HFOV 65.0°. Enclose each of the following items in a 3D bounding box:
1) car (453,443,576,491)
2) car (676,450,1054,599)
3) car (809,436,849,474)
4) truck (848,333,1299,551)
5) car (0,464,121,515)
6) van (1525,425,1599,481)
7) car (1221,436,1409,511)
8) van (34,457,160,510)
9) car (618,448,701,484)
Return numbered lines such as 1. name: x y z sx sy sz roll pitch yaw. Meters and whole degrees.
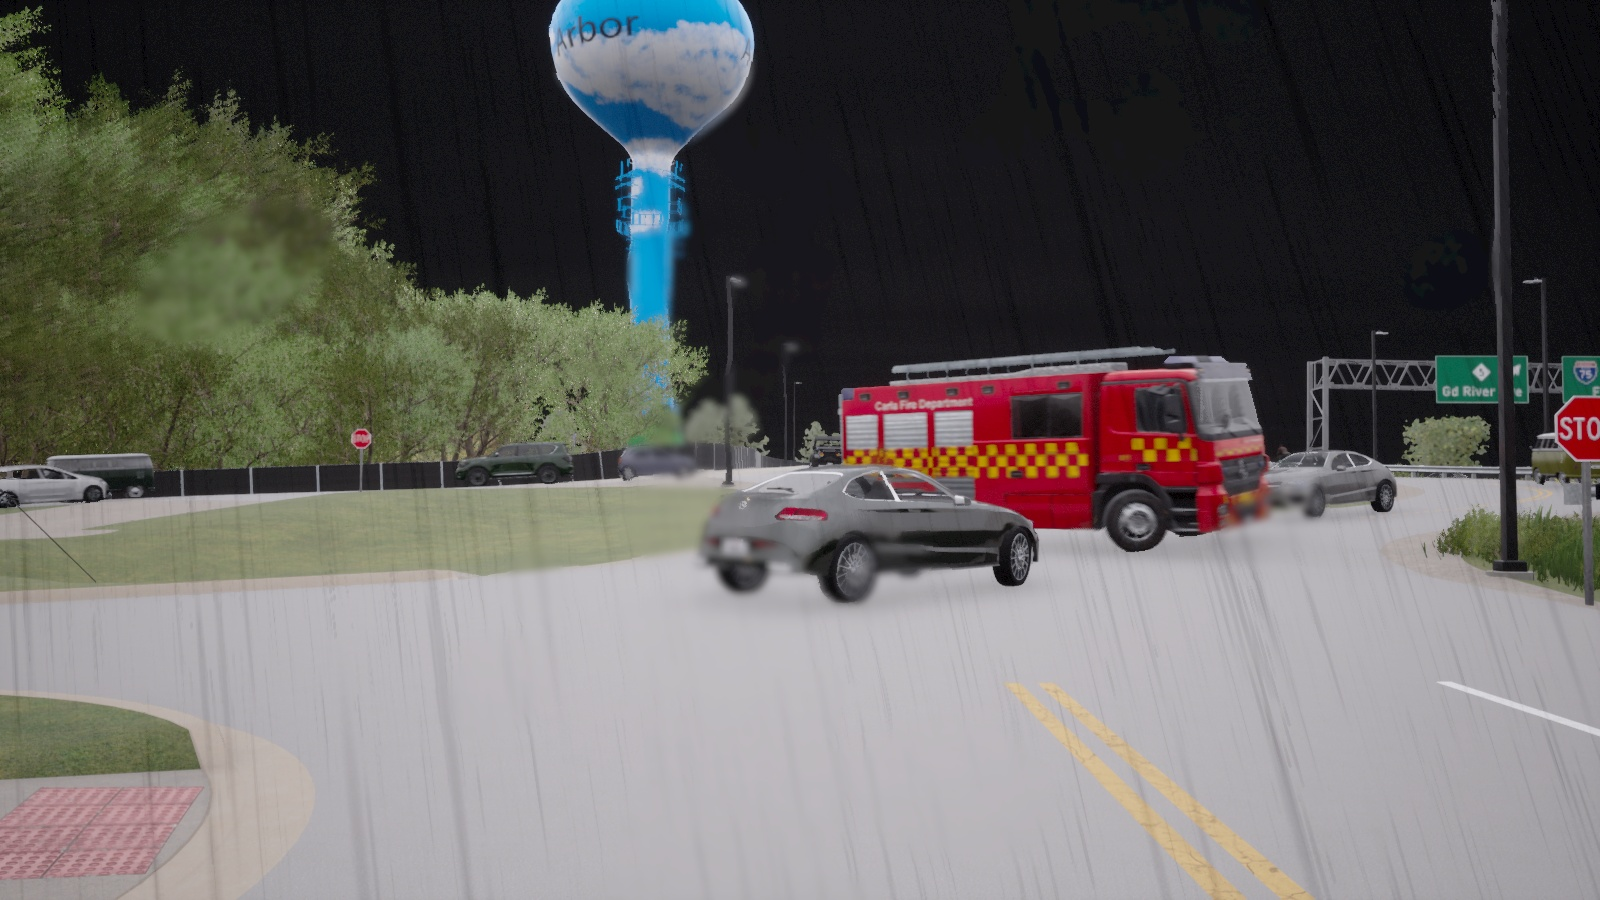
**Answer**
1. car: -13.721 0.812 60.521 5.566 2.045 2.150 -2 -2 -12
2. car: 1.008 0.856 16.503 2.152 1.651 5.027 -1 -1 45
3. car: 1.471 0.216 65.322 1.905 1.878 3.866 0 1 -1
4. truck: 5.345 -0.105 25.800 8.468 3.827 2.891 -2 2 40
5. car: -29.773 1.552 49.678 4.611 1.667 2.242 -5 2 -45
6. van: 28.453 0.100 46.282 1.775 1.987 4.442 -1 0 13
7. car: 13.126 0.577 31.866 5.027 1.651 2.152 -2 -1 -38
8. van: -30.188 1.426 53.969 4.442 1.987 1.775 -3 0 -37
9. car: -6.557 0.739 58.452 3.633 1.501 1.845 -2 0 -13
